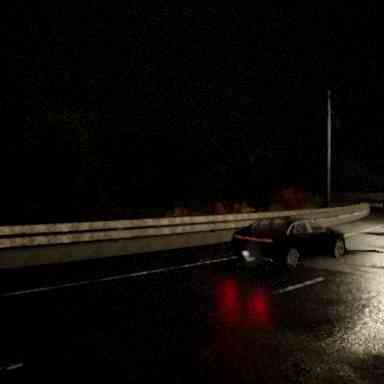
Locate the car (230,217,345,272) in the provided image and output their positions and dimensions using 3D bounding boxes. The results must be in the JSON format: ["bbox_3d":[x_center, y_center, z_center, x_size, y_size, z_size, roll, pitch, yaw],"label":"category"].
[{"bbox_3d":[3.391,1.587,11.243,4.902,1.511,2.128,1,0,-41],"label":"car"}]
